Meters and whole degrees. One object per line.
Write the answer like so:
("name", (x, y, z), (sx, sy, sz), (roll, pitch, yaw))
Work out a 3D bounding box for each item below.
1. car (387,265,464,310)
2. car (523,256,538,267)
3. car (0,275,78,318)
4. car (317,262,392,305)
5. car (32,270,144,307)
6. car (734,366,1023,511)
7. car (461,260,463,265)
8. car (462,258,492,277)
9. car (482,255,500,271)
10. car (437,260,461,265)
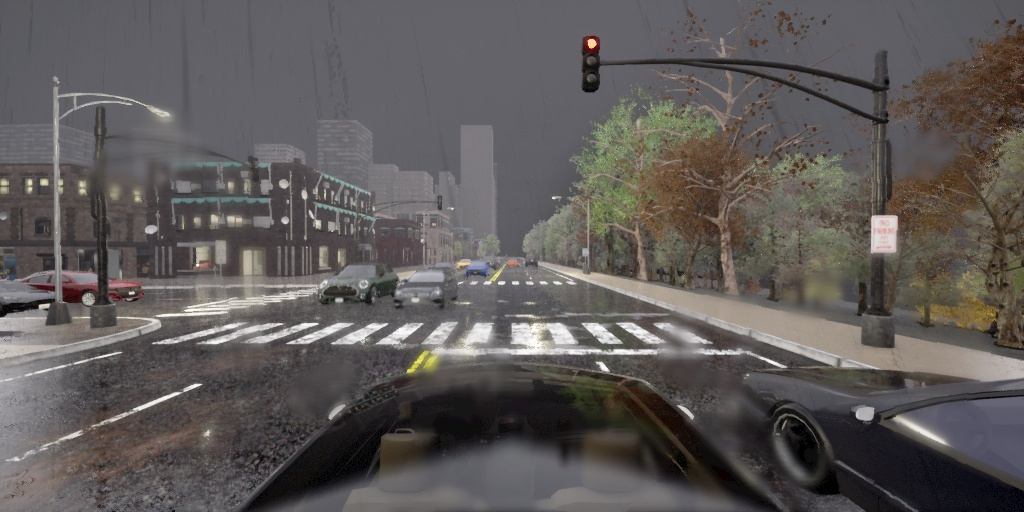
("car", (-3.334, 1.273, 14.733), (1.812, 1.442, 4.674), (0, 0, 0))
("car", (3.432, 0.947, 64.201), (2.150, 2.045, 5.566), (0, 0, 0))
("car", (-19.932, 1.565, 13.632), (4.313, 1.339, 1.948), (0, 0, 0))
("car", (-6.583, 1.099, 15.909), (2.097, 1.767, 4.553), (0, 0, 0))
("car", (-19.821, 1.448, 16.337), (5.008, 1.535, 1.882), (-1, 1, 0))
("car", (3.350, 1.297, 1.454), (2.033, 1.411, 5.357), (0, 0, 0))
("car", (-6.533, 1.210, 50.407), (1.882, 1.535, 5.008), (0, 0, 0))
("car", (-3.306, 1.217, 34.940), (1.882, 1.535, 5.008), (0, 0, 0))
("car", (-3.286, 0.949, 50.170), (2.150, 2.045, 5.566), (0, 1, 0))
("car", (-6.557, 1.287, 34.684), (2.033, 1.411, 5.357), (0, 0, 0))
